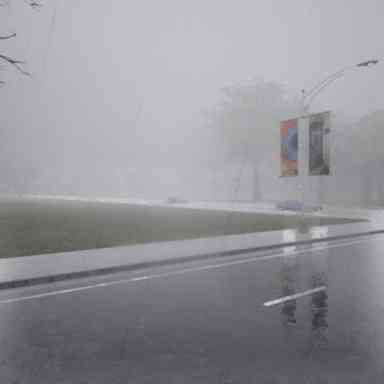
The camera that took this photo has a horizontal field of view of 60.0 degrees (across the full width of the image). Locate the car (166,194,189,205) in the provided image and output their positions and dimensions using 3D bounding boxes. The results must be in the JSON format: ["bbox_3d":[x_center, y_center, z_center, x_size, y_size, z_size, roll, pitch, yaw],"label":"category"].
[{"bbox_3d":[-2.416,1.219,56.161,2.097,1.767,4.553,0,0,-36],"label":"car"}]

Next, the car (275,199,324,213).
[{"bbox_3d":[11.741,1.488,36.726,2.033,1.411,5.357,0,0,-36],"label":"car"}]
